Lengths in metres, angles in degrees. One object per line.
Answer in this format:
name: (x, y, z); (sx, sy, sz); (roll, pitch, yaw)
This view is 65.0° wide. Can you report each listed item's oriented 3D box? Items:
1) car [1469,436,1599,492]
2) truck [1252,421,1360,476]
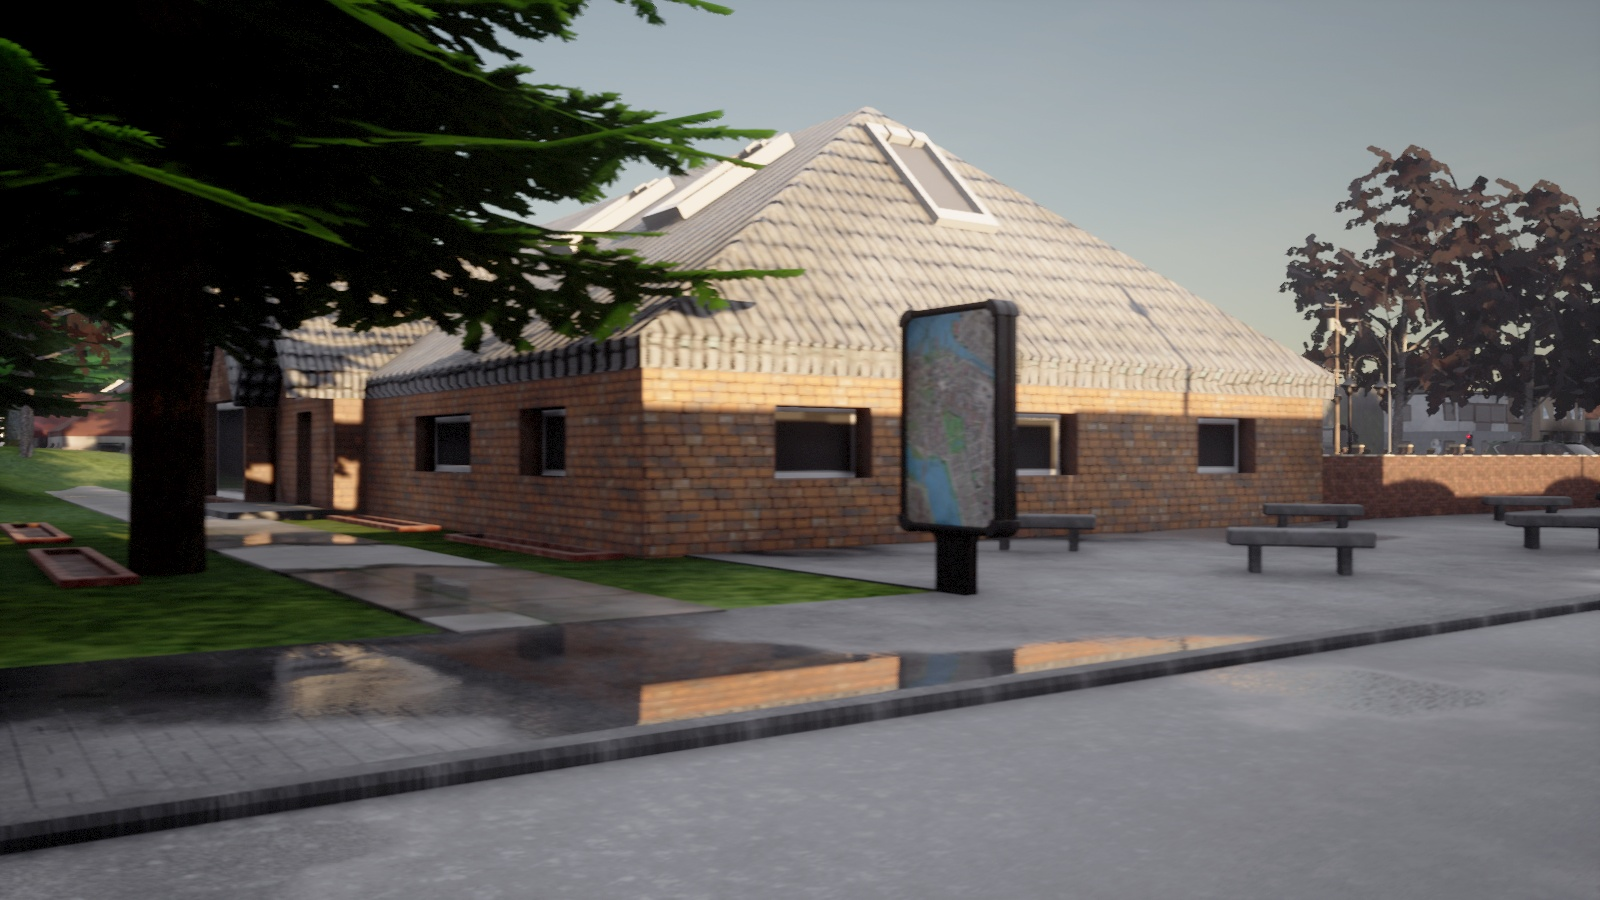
car: (29.342, 0.522, 48.728); (2.150, 2.045, 5.566); (0, 0, -35)
truck: (33.421, -0.103, 82.779); (7.936, 3.462, 2.891); (0, 0, -37)
